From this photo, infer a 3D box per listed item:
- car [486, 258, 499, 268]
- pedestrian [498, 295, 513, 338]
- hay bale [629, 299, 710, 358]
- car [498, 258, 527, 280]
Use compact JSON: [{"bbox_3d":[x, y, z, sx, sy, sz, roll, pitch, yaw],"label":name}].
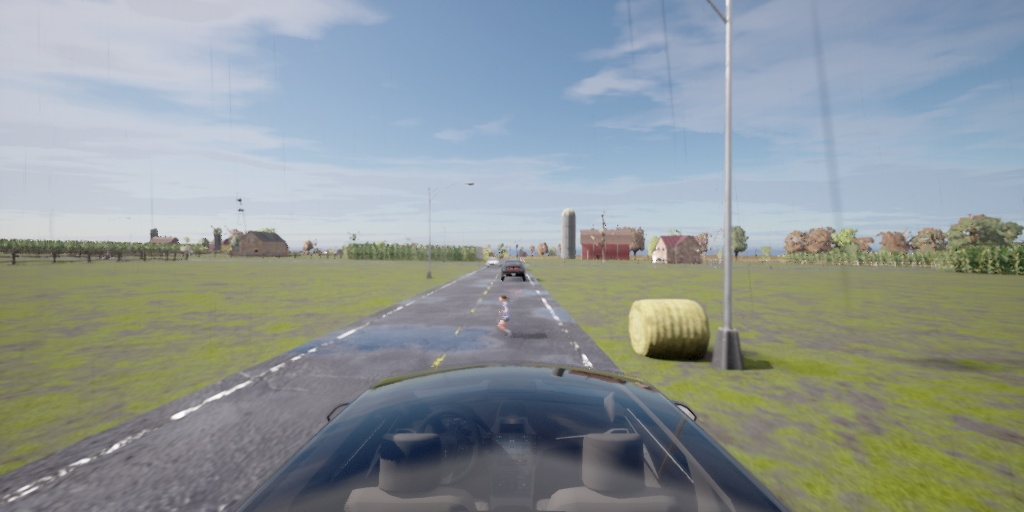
[{"bbox_3d":[-2.759,0.984,52.727,1.812,1.442,4.674,0,0,1],"label":"car"},{"bbox_3d":[-0.142,1.379,8.511,0.500,1.100,0.500,0,1,2],"label":"pedestrian"},{"bbox_3d":[3.128,1.369,7.292,1.220,1.180,1.240,0,0,0],"label":"hay bale"},{"bbox_3d":[0.108,1.091,28.621,1.837,1.490,4.892,0,0,0],"label":"car"}]
